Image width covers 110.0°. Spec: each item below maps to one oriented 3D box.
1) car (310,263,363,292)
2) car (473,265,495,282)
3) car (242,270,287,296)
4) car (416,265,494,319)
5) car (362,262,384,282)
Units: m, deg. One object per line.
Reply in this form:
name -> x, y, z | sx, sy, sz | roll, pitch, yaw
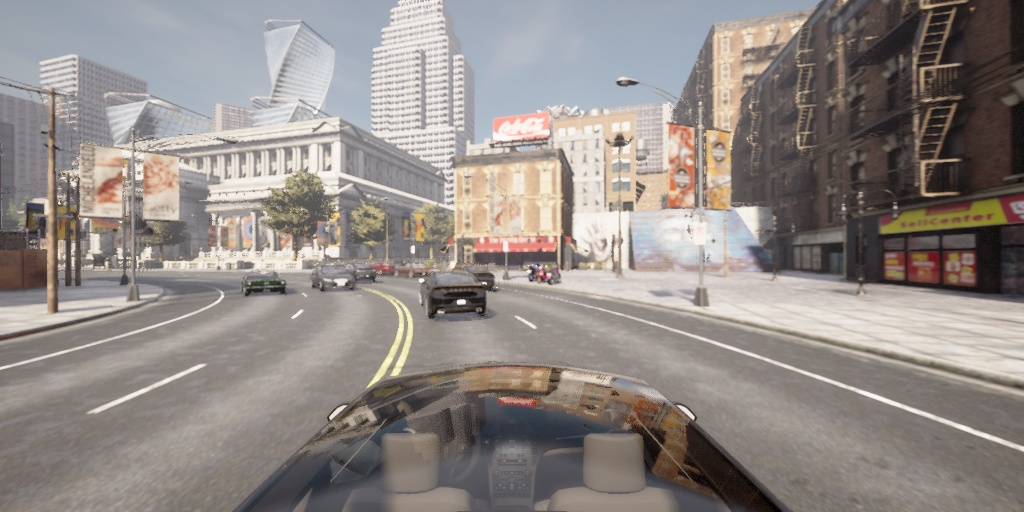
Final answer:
car -> -11.255, 1.350, 22.355 | 2.128, 1.511, 4.902 | 0, 0, -38
car -> -2.764, 1.297, 22.014 | 1.837, 1.490, 4.892 | 0, 0, -30
car -> -13.979, 1.489, 20.158 | 1.895, 1.301, 4.718 | 0, 0, -38
car -> -2.327, 1.255, 13.239 | 1.882, 1.535, 5.008 | 0, 0, -18
car -> -12.677, 1.342, 28.982 | 2.128, 1.511, 4.902 | 0, 0, -44
